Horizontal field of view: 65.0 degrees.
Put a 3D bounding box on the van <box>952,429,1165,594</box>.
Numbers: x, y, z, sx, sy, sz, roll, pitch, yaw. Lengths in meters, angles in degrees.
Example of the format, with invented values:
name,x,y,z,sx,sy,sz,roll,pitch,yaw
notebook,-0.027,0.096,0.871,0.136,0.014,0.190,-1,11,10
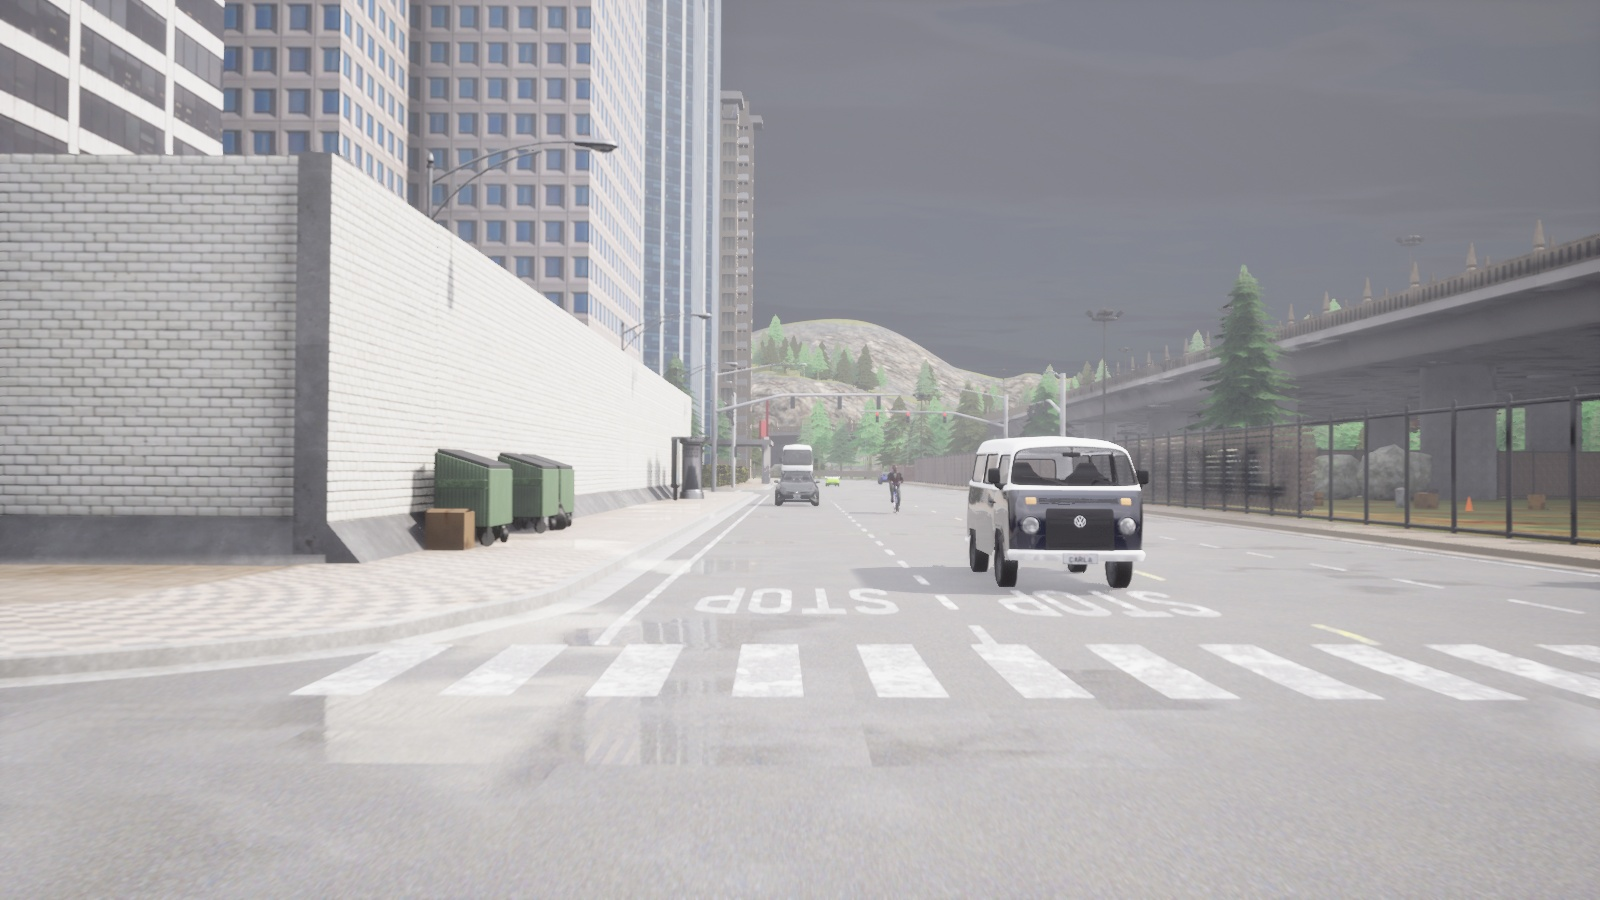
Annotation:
name,x,y,z,sx,sy,sz,roll,pitch,yaw
van,3.467,0.788,17.773,2.069,2.038,4.480,0,-1,0

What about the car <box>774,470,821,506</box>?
name,x,y,z,sx,sy,sz,roll,pitch,yaw
car,-0.111,1.641,55.185,2.007,1.525,4.514,0,-1,0
